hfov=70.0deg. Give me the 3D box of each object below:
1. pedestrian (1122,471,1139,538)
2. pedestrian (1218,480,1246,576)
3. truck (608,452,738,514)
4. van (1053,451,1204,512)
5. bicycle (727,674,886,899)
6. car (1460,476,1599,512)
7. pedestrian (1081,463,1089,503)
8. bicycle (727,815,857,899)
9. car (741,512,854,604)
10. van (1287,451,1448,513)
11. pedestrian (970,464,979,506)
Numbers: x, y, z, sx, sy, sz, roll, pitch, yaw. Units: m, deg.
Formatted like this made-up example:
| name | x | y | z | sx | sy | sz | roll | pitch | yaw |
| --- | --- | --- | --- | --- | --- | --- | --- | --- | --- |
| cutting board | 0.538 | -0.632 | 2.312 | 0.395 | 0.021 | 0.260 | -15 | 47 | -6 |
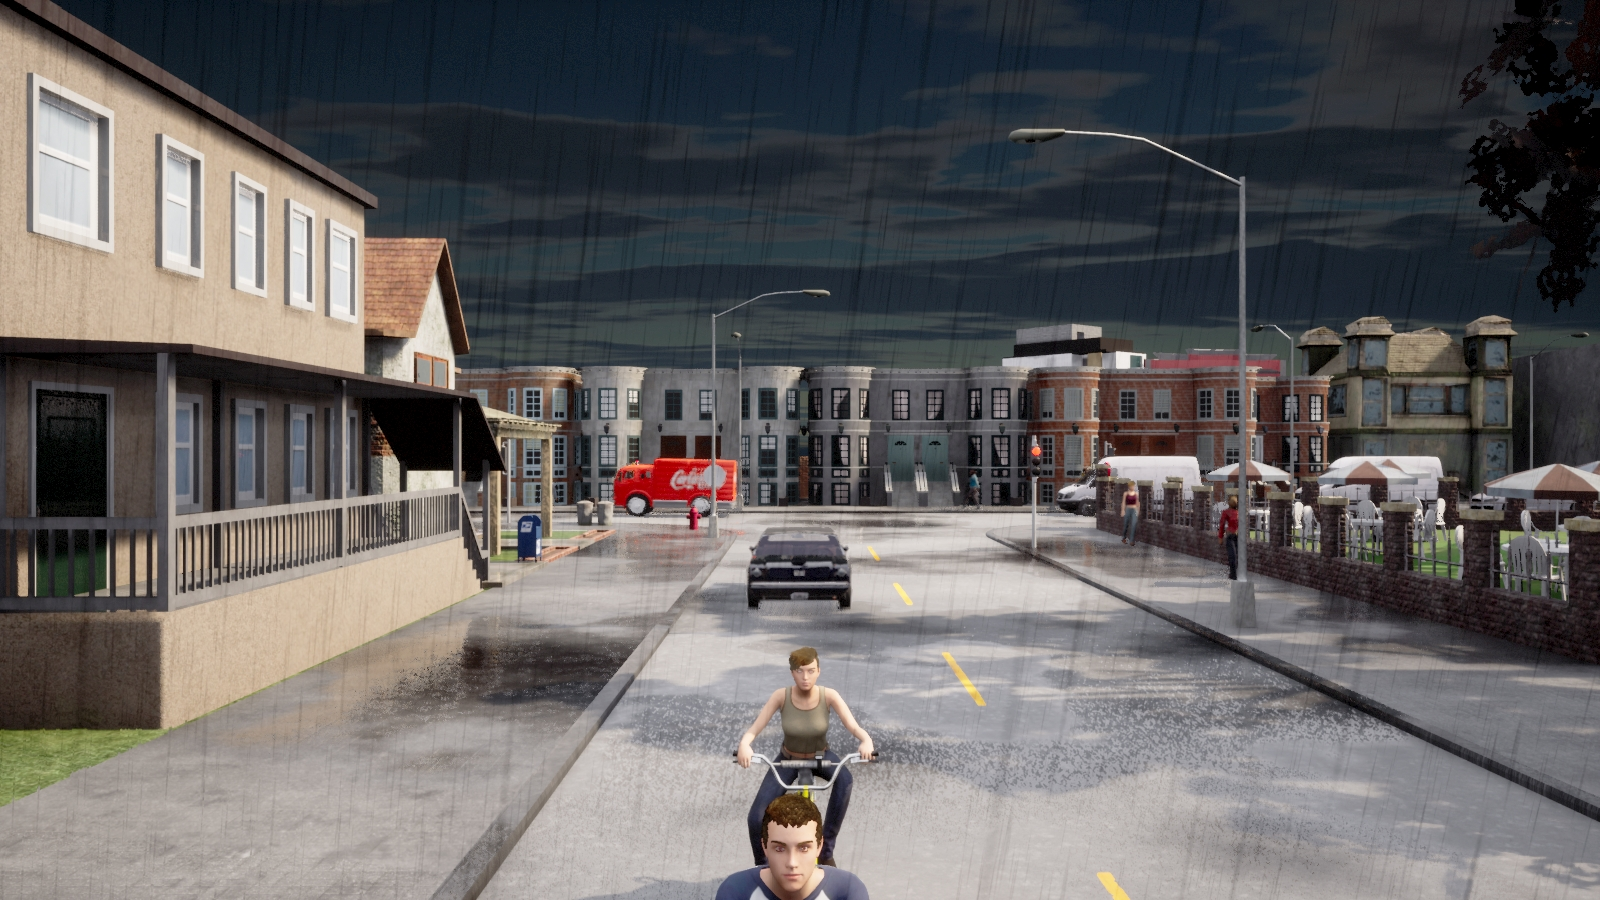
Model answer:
| name | x | y | z | sx | sy | sz | roll | pitch | yaw |
| --- | --- | --- | --- | --- | --- | --- | --- | --- | --- |
| pedestrian | 9.304 | 1.531 | 32.174 | 0.375 | 1.860 | 0.375 | 0 | 0 | 1 |
| pedestrian | 8.546 | 1.533 | 22.606 | 0.375 | 1.860 | 0.375 | 0 | 0 | -5 |
| truck | -5.350 | 1.385 | 48.837 | 5.204 | 2.467 | 2.627 | 1 | 0 | 1 |
| van | 13.986 | 1.335 | 48.874 | 5.915 | 2.561 | 1.988 | 0 | 0 | 0 |
| bicycle | 0.033 | 2.040 | 6.906 | 0.859 | 1.080 | 1.487 | 0 | 0 | 0 |
| car | 31.329 | 1.861 | 48.882 | 4.892 | 1.480 | 2.231 | 0 | 0 | 0 |
| pedestrian | 13.396 | 1.547 | 53.760 | 0.375 | 1.860 | 0.375 | 0 | 0 | 14 |
| bicycle | -0.022 | 1.938 | 3.212 | 0.373 | 1.296 | 1.643 | 0 | 0 | 0 |
| car | -0.051 | 1.944 | 21.635 | 1.895 | 1.301 | 4.718 | 0 | 0 | 0 |
| van | 24.218 | 1.335 | 48.884 | 5.915 | 2.561 | 1.988 | 0 | 0 | 0 |
| pedestrian | 7.818 | 1.546 | 51.113 | 0.375 | 1.860 | 0.375 | 0 | 0 | 10 |
